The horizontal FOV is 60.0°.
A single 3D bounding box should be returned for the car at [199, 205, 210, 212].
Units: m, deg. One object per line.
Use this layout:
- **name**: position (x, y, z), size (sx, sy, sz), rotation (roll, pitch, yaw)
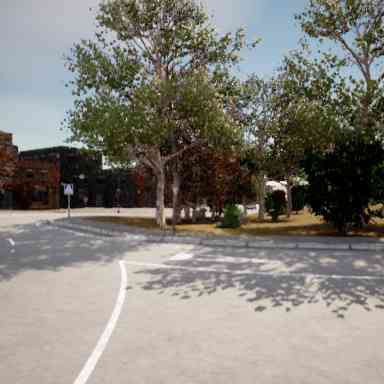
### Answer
- **car**: position (3.885, 4.686, 93.762), size (2.435, 2.045, 5.566), rotation (0, -2, 26)
